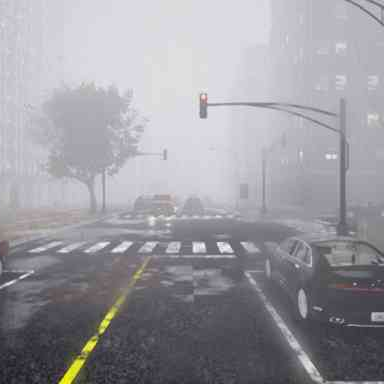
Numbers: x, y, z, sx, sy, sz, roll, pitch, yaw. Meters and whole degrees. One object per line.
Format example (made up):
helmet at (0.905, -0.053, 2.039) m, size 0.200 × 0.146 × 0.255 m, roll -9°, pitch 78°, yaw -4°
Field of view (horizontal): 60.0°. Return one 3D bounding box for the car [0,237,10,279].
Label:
car at (-5.673, 1.543, 6.965) m, size 1.887 × 1.381 × 4.507 m, roll 0°, pitch 0°, yaw 0°

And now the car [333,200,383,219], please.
car at (13.500, 1.342, 26.316) m, size 4.403 × 1.369 × 2.008 m, roll -1°, pitch 1°, yaw 0°

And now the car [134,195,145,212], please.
car at (-5.580, 1.324, 39.353) m, size 2.192 × 1.841 × 5.009 m, roll 0°, pitch 0°, yaw 0°

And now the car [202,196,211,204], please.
car at (2.881, 1.557, 67.113) m, size 1.752 × 1.417 × 4.829 m, roll 0°, pitch 0°, yaw 0°

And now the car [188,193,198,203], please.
car at (0.196, 1.255, 68.709) m, size 2.150 × 2.045 × 5.566 m, roll 0°, pitch 0°, yaw 0°

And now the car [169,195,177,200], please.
car at (-5.421, 1.625, 94.582) m, size 2.008 × 1.369 × 4.403 m, roll 0°, pitch 0°, yaw 0°

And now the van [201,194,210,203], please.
van at (2.896, 1.380, 72.467) m, size 1.690 × 1.788 × 3.998 m, roll 0°, pitch 0°, yaw 0°

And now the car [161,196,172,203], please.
car at (-5.485, 1.604, 72.491) m, size 1.947 × 1.339 × 4.313 m, roll 0°, pitch 0°, yaw 0°

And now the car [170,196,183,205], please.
car at (-2.872, 1.575, 63.160) m, size 2.033 × 1.411 × 5.357 m, roll 0°, pitch 0°, yaw 1°

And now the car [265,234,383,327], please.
car at (2.707, 1.549, 6.941) m, size 2.008 × 1.369 × 4.403 m, roll 0°, pitch 0°, yaw 0°

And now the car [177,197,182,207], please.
car at (-2.952, 1.580, 50.151) m, size 1.994 × 1.385 × 4.181 m, roll 0°, pitch 0°, yaw 0°

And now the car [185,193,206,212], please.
car at (0.214, 1.361, 39.673) m, size 2.097 × 1.767 × 4.553 m, roll 0°, pitch 0°, yaw 0°

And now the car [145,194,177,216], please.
car at (-3.005, 1.226, 33.440) m, size 2.150 × 2.045 × 5.566 m, roll 0°, pitch 0°, yaw 0°

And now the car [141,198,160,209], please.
car at (-5.564, 1.578, 44.876) m, size 1.947 × 1.339 × 4.313 m, roll 0°, pitch 0°, yaw 0°

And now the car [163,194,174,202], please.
car at (-5.469, 1.361, 78.013) m, size 2.192 × 1.841 × 5.009 m, roll 0°, pitch 0°, yaw 0°

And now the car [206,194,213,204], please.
car at (2.865, 1.591, 61.420) m, size 1.947 × 1.339 × 4.313 m, roll 0°, pitch 0°, yaw 0°
